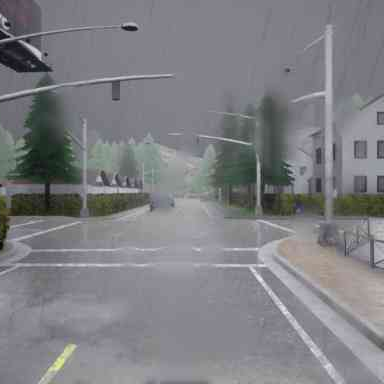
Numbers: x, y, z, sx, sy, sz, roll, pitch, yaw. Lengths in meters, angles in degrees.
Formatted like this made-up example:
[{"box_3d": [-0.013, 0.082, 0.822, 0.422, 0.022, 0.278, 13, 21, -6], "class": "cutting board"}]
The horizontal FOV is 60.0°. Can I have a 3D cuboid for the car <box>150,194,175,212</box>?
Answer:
[{"box_3d": [-3.579, 1.221, 38.998, 2.150, 2.045, 5.566, 0, 0, 0], "class": "car"}]

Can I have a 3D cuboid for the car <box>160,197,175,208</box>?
[{"box_3d": [-3.553, 1.526, 48.860, 1.812, 1.442, 4.674, 0, 0, 0], "class": "car"}]
